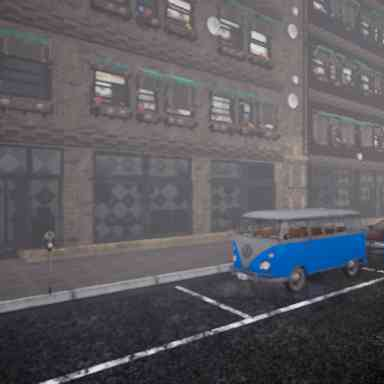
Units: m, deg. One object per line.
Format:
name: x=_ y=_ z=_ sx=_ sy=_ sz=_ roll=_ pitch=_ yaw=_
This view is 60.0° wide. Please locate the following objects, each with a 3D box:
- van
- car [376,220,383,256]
van: x=2.825 y=1.342 z=8.576 sx=3.998 sy=1.788 sz=1.690 roll=0 pitch=0 yaw=-35
car: x=7.463 y=1.584 z=11.884 sx=4.206 sy=1.307 sz=1.802 roll=0 pitch=0 yaw=-35
